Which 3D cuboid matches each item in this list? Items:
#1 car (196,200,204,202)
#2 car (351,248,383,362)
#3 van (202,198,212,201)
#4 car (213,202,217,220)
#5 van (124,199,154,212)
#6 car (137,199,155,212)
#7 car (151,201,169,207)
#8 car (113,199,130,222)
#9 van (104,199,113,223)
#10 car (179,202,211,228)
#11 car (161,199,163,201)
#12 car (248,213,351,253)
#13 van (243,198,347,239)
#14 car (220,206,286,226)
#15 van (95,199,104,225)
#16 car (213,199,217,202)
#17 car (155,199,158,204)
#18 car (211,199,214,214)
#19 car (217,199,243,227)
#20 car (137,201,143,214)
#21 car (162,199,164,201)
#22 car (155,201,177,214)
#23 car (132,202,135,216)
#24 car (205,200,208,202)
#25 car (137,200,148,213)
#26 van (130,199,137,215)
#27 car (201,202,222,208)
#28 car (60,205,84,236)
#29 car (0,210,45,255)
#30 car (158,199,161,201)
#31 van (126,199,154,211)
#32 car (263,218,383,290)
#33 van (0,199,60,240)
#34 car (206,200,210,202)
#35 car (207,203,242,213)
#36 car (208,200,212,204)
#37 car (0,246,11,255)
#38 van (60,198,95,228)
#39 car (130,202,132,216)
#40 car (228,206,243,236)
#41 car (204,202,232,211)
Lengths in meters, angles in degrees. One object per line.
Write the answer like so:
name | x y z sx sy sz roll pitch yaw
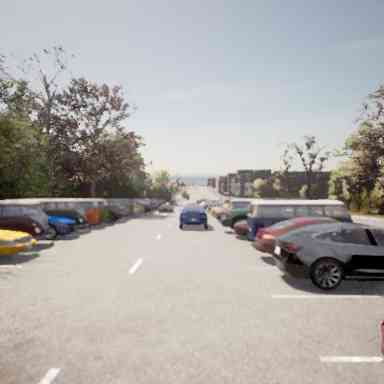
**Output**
car | 0.097 2.078 40.793 1.882 1.535 5.008 0 -2 0
car | 4.534 1.500 3.129 5.008 1.535 2.097 0 0 0
van | 4.414 2.188 55.852 4.442 1.987 1.878 0 -1 0
car | 4.541 1.800 28.092 5.008 1.535 2.097 0 -1 0
van | -8.432 2.128 53.153 4.442 1.987 1.878 0 -1 0
car | -8.520 1.980 47.616 5.566 2.045 2.435 0 -1 0
car | -8.586 3.226 89.015 4.553 1.767 2.185 0 -2 0
car | -8.516 1.548 28.103 5.566 2.045 2.435 0 -1 0
van | -8.661 1.512 25.333 4.442 1.987 1.878 0 -1 0
car | 0.097 1.703 23.849 1.882 1.535 5.008 0 -1 0
car | -8.580 2.637 64.223 4.792 1.488 2.163 0 -1 0
car | 4.536 1.591 11.457 4.674 1.452 2.002 0 0 0
van | 4.655 1.341 14.235 4.442 1.987 1.878 0 0 0
car | 4.533 1.779 25.316 4.674 1.452 2.002 0 -1 0
van | -8.660 1.454 22.688 4.442 1.987 1.878 0 -1 0
car | 4.566 1.736 30.871 4.553 1.767 2.185 0 -1 0
car | -8.520 2.041 50.385 5.566 2.045 2.435 0 -1 0
car | 4.566 1.797 33.646 4.553 1.767 2.185 0 -1 0
car | 4.509 1.364 19.771 5.566 2.045 2.435 0 -1 0
car | -8.549 2.084 39.175 4.674 1.452 2.002 0 -1 0
car | -8.580 2.707 66.861 4.792 1.488 2.163 0 -2 0
car | -3.588 2.292 46.569 1.994 1.385 4.181 0 -1 0
car | -8.543 1.964 33.761 4.674 1.452 2.002 0 -1 0
car | 4.718 2.165 44.745 5.366 1.575 1.946 0 -1 0
car | -8.541 2.108 42.070 5.008 1.535 2.097 0 -1 0
van | -8.662 1.757 36.411 4.442 1.987 1.878 0 -1 0
car | 4.521 3.015 78.038 4.892 1.521 2.231 0 -2 0
car | -8.548 1.584 17.163 5.008 1.535 2.097 0 0 0
car | -8.357 1.548 11.625 5.366 1.575 1.946 0 0 0
car | -8.555 2.476 58.687 5.008 1.535 2.097 0 -1 0
van | -8.666 2.189 55.923 4.442 1.987 1.878 0 -1 0
car | 4.569 1.563 8.680 4.792 1.488 2.163 0 0 0
van | -8.425 1.341 14.395 4.442 1.987 1.878 0 0 0
car | 4.527 2.108 41.970 4.892 1.521 2.231 0 -1 0
car | 4.561 2.259 47.520 4.792 1.488 2.163 0 -1 0
car | 4.719 1.981 36.419 5.366 1.575 1.946 0 -1 0
car | -3.599 1.542 2.534 1.812 1.442 4.674 0 0 0
van | -8.426 1.389 19.786 4.442 1.987 1.878 0 -1 0
car | -8.539 1.863 30.992 5.008 1.535 2.097 0 -1 0
car | 4.508 1.614 17.015 4.792 1.488 2.163 0 -1 0
car | 4.501 2.505 58.623 4.792 1.488 2.163 0 -1 0
